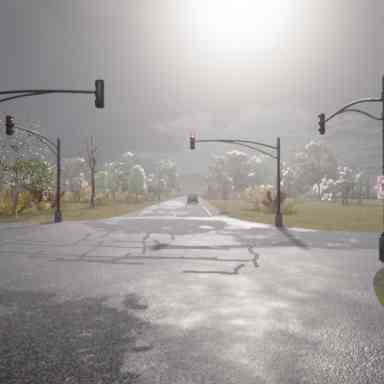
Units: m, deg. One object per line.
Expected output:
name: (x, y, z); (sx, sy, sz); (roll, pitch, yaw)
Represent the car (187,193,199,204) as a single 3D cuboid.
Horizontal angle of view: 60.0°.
car: (0.158, 1.289, 67.523); (2.150, 2.045, 5.566); (0, 0, 0)
